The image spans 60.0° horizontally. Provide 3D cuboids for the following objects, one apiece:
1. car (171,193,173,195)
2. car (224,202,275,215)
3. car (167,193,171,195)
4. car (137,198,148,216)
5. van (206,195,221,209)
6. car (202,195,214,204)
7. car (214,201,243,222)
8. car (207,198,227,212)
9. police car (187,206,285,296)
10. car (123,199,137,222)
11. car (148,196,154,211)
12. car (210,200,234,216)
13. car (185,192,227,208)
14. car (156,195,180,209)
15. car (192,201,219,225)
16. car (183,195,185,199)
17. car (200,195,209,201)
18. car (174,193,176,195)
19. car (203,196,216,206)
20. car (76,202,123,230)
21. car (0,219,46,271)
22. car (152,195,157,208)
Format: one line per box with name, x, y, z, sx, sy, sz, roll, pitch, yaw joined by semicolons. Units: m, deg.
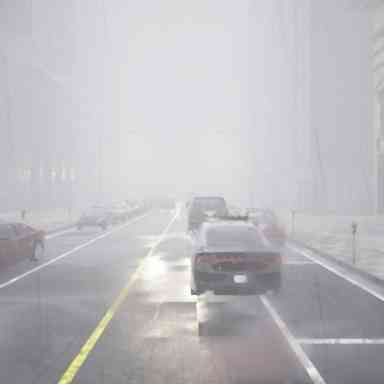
car;-5.761;1.411;70.979;1.947;1.339;4.313;0;0;0
car;2.766;1.406;14.968;1.967;1.590;4.097;0;0;0
car;-5.760;1.297;65.377;1.967;1.590;4.097;0;0;0
car;-5.760;1.370;31.766;1.967;1.590;4.097;0;0;0
van;2.766;1.246;42.979;1.690;1.788;3.998;0;0;0
car;2.765;1.309;59.786;1.967;1.590;4.097;0;0;0
car;2.765;1.466;26.343;1.752;1.417;4.829;0;0;0
car;2.765;1.462;37.377;1.887;1.381;4.507;0;0;0
police car;0.900;1.405;8.759;1.930;1.638;5.238;0;0;0
car;-5.760;1.467;25.995;1.752;1.417;4.829;0;0;0
car;-5.760;1.462;37.368;1.887;1.381;4.507;0;0;0
car;2.765;1.474;31.776;1.887;1.381;4.507;0;0;0
car;0.820;1.181;18.671;2.150;2.045;5.566;0;0;-1
car;-3.045;1.453;42.837;2.033;1.411;5.357;0;0;1
car;0.900;1.471;24.649;1.812;1.442;4.674;0;0;0
car;0.038;1.423;46.925;1.812;1.442;4.674;0;0;0
car;2.764;1.377;76.592;1.887;1.381;4.507;0;0;0
car;-5.761;1.387;82.183;1.947;1.339;4.313;0;0;0
car;2.765;1.425;54.184;1.887;1.381;4.507;0;0;0
car;-5.760;1.536;20.563;1.802;1.307;4.206;0;0;0
car;-5.760;1.523;9.360;1.887;1.381;4.507;0;0;0
car;-5.760;1.450;42.971;1.887;1.381;4.507;0;0;0
